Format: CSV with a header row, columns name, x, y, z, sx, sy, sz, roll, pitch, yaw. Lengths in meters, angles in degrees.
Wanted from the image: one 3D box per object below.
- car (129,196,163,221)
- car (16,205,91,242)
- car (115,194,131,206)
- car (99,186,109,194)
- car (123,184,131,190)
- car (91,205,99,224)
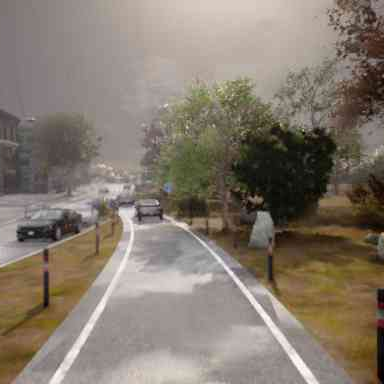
name,x,y,z,sx,sy,sz,roll,pitch,yaw
car,-3.390,1.286,25.526,2.128,1.511,4.902,-1,1,-14
car,-7.383,1.620,17.733,2.097,1.535,5.008,-1,0,0
car,-8.227,0.889,40.580,1.994,1.385,4.181,-1,3,-19
car,-17.810,-0.476,67.454,1.812,1.442,4.674,-1,3,-9
car,-15.459,-1.234,79.199,2.033,1.411,5.357,-1,3,-9
car,-7.885,1.650,23.856,2.002,1.452,4.674,1,0,-6
